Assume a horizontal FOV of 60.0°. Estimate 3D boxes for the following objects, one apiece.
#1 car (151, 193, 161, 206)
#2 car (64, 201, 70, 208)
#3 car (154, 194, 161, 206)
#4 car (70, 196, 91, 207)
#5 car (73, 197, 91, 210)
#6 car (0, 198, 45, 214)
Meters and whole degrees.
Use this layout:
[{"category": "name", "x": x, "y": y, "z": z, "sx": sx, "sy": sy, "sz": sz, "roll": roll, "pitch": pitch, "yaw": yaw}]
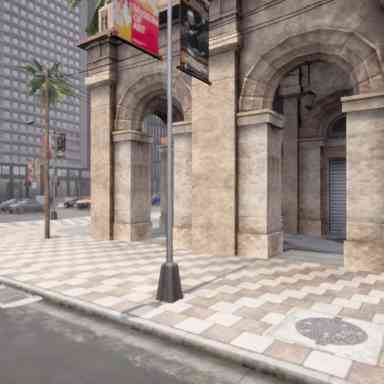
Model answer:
[{"category": "car", "x": -6.282, "y": 1.222, "z": 57.049, "sx": 2.150, "sy": 2.045, "sz": 5.566, "roll": 0, "pitch": 0, "yaw": 35}, {"category": "car", "x": -16.256, "y": 1.513, "z": 48.449, "sx": 2.161, "sy": 1.482, "sz": 4.786, "roll": 0, "pitch": 0, "yaw": 35}, {"category": "car", "x": -3.573, "y": 1.505, "z": 54.818, "sx": 1.837, "sy": 1.490, "sz": 4.892, "roll": 0, "pitch": 0, "yaw": 36}, {"category": "car", "x": -13.977, "y": 1.352, "z": 46.317, "sx": 2.097, "sy": 1.767, "sz": 4.553, "roll": 0, "pitch": 0, "yaw": 35}, {"category": "car", "x": -12.345, "y": 1.601, "z": 42.589, "sx": 1.895, "sy": 1.301, "sz": 4.718, "roll": 0, "pitch": 0, "yaw": 35}, {"category": "car", "x": -17.474, "y": 1.564, "z": 35.411, "sx": 1.994, "sy": 1.385, "sz": 4.181, "roll": 0, "pitch": 0, "yaw": 36}]
